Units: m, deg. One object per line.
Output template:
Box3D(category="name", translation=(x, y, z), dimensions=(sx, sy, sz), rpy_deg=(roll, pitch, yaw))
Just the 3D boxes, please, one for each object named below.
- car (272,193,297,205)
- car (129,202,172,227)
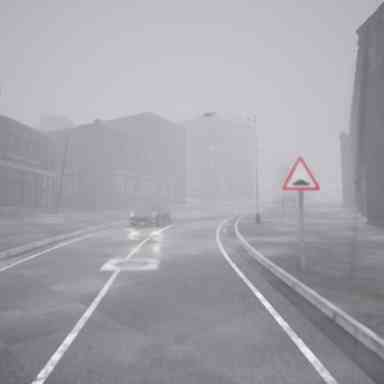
Box3D(category="car", translation=(16.620, 1.267, 59.818), dimensions=(5.566, 2.045, 2.150), rpy_deg=(-1, -4, -42))
Box3D(category="car", translation=(-2.932, 1.512, 24.222), dimensions=(2.097, 1.767, 4.553), rpy_deg=(-1, 0, 11))
